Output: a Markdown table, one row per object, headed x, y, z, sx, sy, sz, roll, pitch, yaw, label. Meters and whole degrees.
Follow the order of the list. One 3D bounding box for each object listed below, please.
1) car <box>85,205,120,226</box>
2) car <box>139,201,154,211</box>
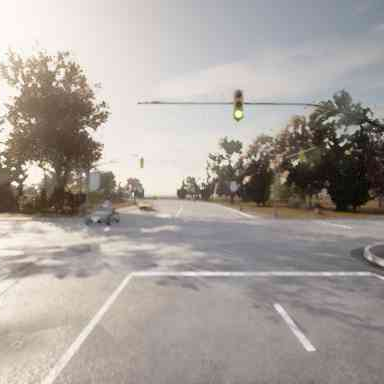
| x | y | z | sx | sy | sz | roll | pitch | yaw | label |
| --- | --- | --- | --- | --- | --- | --- | --- | --- | --- |
| -7.013 | 1.836 | 26.494 | 2.128 | 1.511 | 4.902 | 0 | -1 | 0 | car |
| -7.030 | 2.110 | 51.418 | 1.882 | 1.535 | 5.008 | 0 | -1 | 0 | car |
